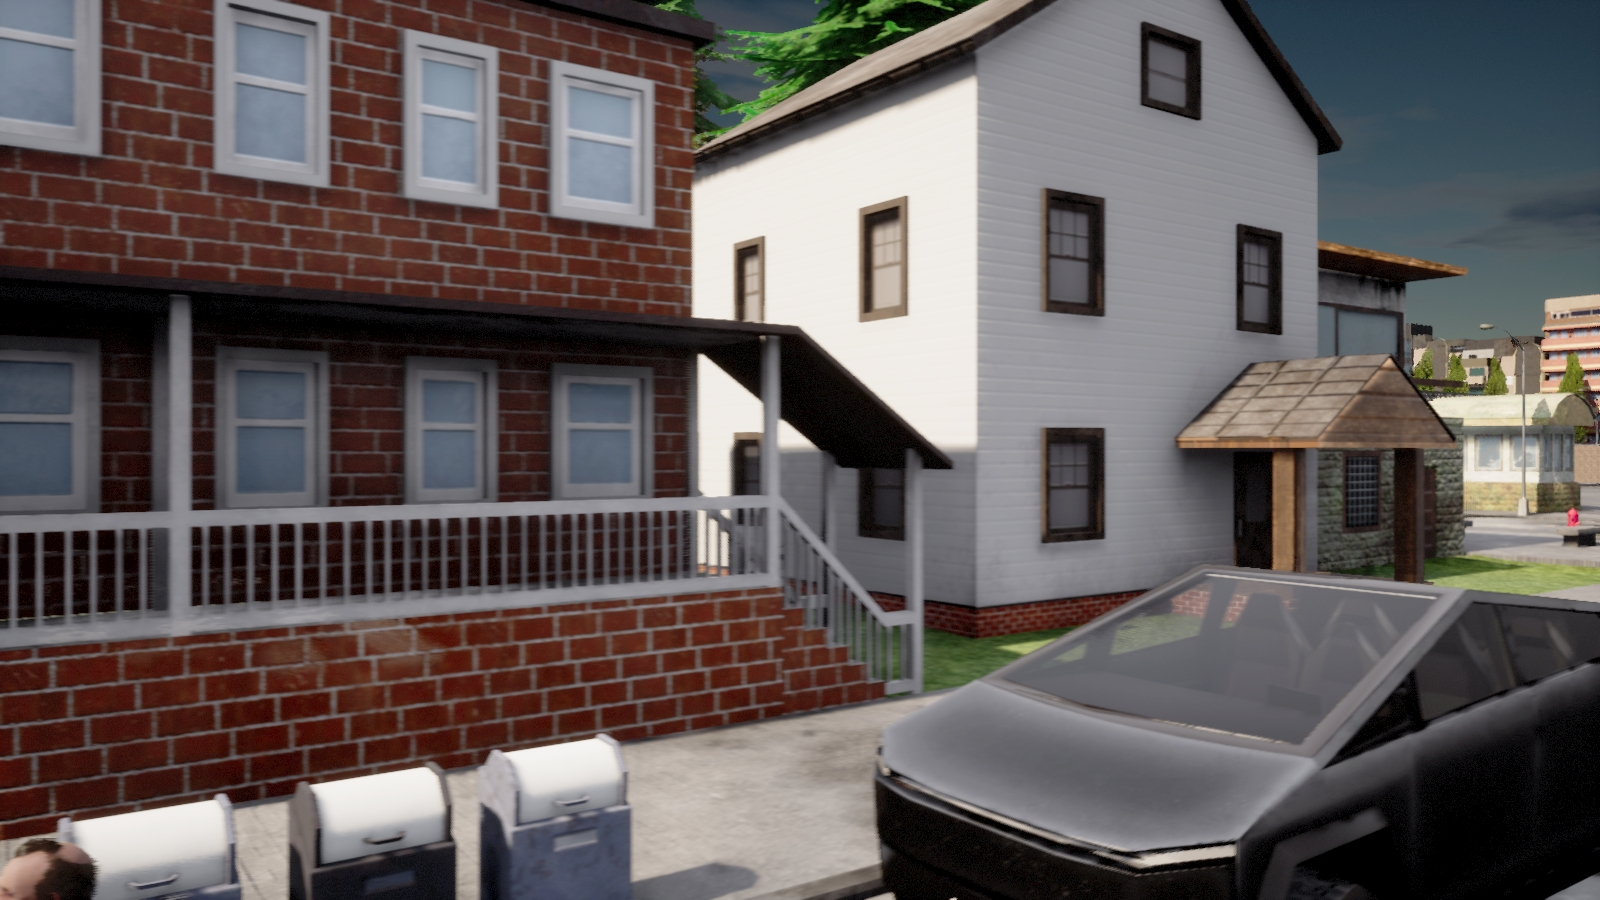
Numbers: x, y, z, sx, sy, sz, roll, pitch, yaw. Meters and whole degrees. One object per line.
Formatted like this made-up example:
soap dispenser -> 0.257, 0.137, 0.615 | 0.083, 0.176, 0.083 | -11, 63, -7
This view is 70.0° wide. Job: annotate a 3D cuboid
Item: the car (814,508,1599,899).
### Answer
car -> 3.325, 1.534, 6.726 | 6.274, 2.098, 2.390 | 0, 0, -35
